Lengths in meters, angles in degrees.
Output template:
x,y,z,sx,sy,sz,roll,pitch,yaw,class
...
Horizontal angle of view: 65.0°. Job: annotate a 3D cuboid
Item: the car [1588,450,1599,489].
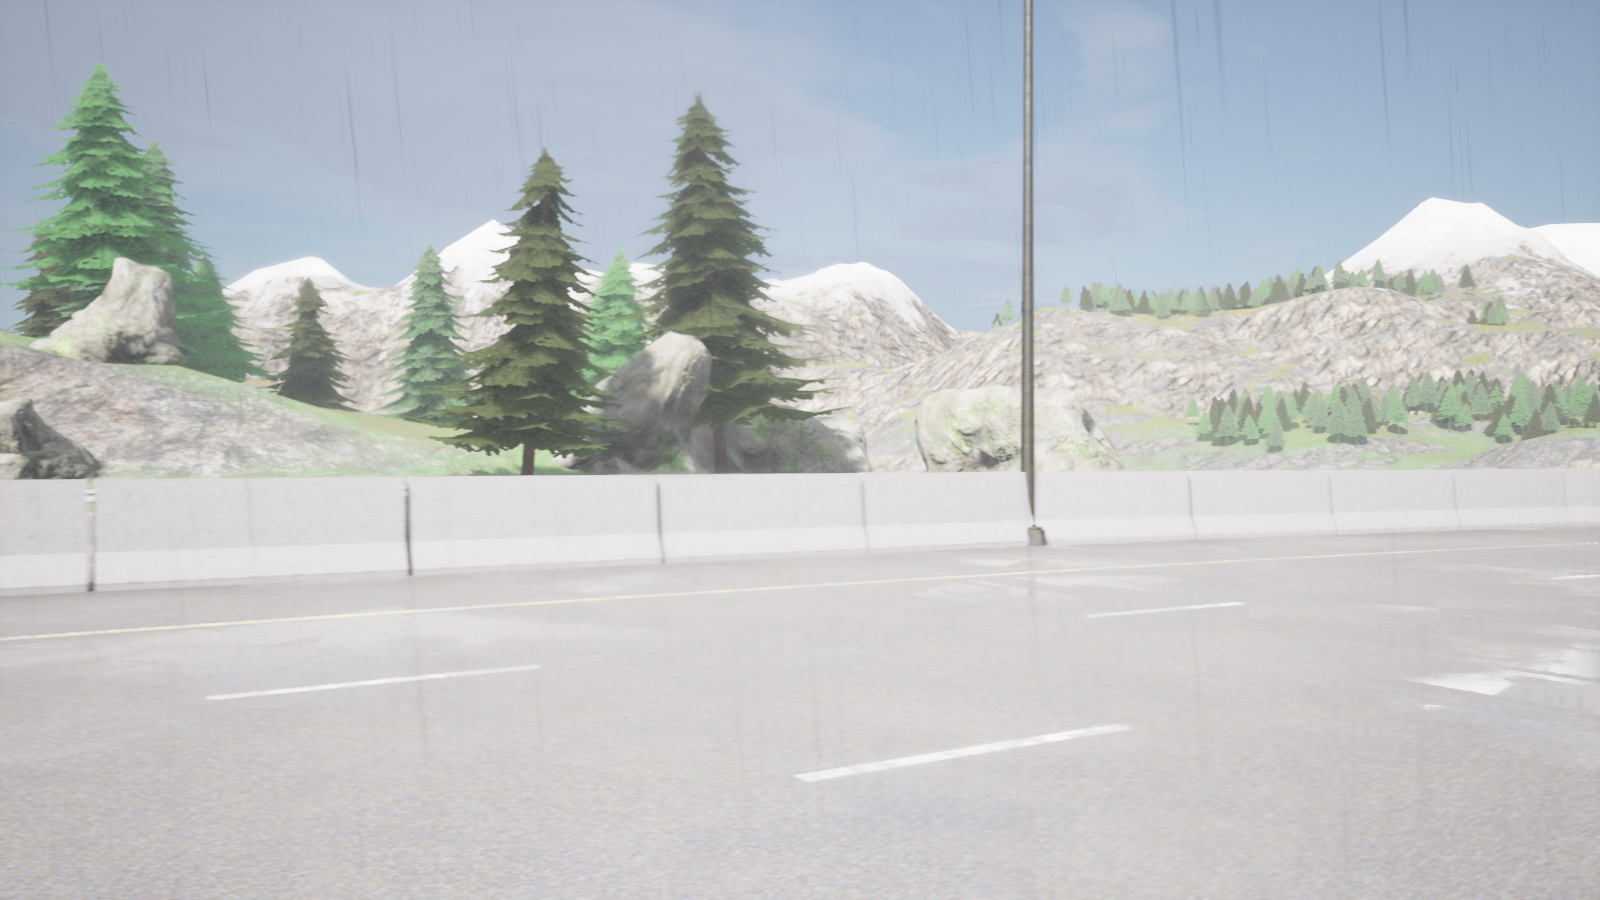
x,y,z,sx,sy,sz,roll,pitch,yaw,class
33.443,0.742,48.666,4.902,1.511,2.128,0,0,-14,car
